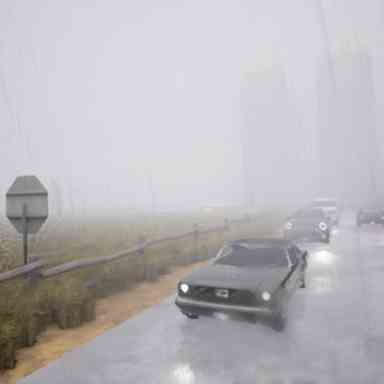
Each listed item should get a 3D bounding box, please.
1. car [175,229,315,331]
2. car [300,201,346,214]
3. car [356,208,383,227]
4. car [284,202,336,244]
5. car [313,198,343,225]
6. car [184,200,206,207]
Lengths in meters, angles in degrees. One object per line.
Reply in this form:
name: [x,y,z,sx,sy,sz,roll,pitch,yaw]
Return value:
car: [1.441,1.778,7.498,1.895,1.301,4.718,-2,-2,25]
car: [16.500,1.903,42.072,2.128,1.511,4.902,0,-2,-42]
car: [13.291,1.817,24.762,1.895,1.301,4.718,-2,-1,25]
car: [6.205,1.627,17.522,2.097,1.767,4.553,-2,-1,25]
car: [10.852,1.546,27.221,2.150,2.045,5.566,-2,-1,26]
car: [0.383,3.030,83.940,4.611,1.667,2.242,-2,-1,25]
